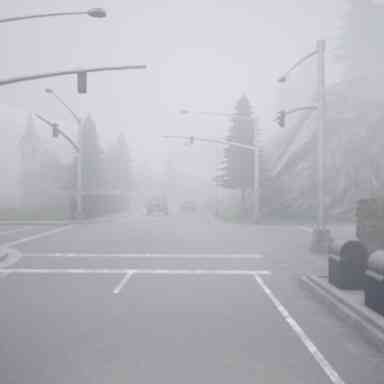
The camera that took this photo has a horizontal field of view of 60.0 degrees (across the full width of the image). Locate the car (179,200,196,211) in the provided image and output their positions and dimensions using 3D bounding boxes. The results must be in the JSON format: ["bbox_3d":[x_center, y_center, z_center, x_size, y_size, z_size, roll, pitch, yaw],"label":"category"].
[{"bbox_3d":[-0.695,1.760,45.046,2.128,1.511,4.902,0,0,-8],"label":"car"}]

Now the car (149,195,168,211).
[{"bbox_3d":[-4.769,1.502,47.094,2.150,2.045,5.566,0,0,-11],"label":"car"}]

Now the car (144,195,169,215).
[{"bbox_3d":[-3.721,1.441,36.805,2.150,2.045,5.566,0,0,-2],"label":"car"}]

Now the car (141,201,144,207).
[{"bbox_3d":[-7.404,1.902,56.771,1.994,1.385,4.181,0,0,-20],"label":"car"}]
